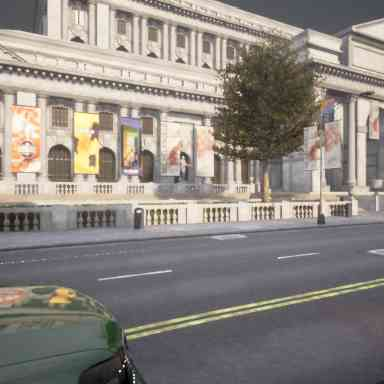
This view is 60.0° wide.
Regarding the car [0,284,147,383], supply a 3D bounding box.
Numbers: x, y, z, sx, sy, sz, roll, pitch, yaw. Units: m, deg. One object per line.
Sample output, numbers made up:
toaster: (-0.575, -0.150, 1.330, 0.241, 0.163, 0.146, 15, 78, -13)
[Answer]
car: (-2.905, 1.222, 1.492, 5.566, 2.045, 2.150, 0, 0, -37)
